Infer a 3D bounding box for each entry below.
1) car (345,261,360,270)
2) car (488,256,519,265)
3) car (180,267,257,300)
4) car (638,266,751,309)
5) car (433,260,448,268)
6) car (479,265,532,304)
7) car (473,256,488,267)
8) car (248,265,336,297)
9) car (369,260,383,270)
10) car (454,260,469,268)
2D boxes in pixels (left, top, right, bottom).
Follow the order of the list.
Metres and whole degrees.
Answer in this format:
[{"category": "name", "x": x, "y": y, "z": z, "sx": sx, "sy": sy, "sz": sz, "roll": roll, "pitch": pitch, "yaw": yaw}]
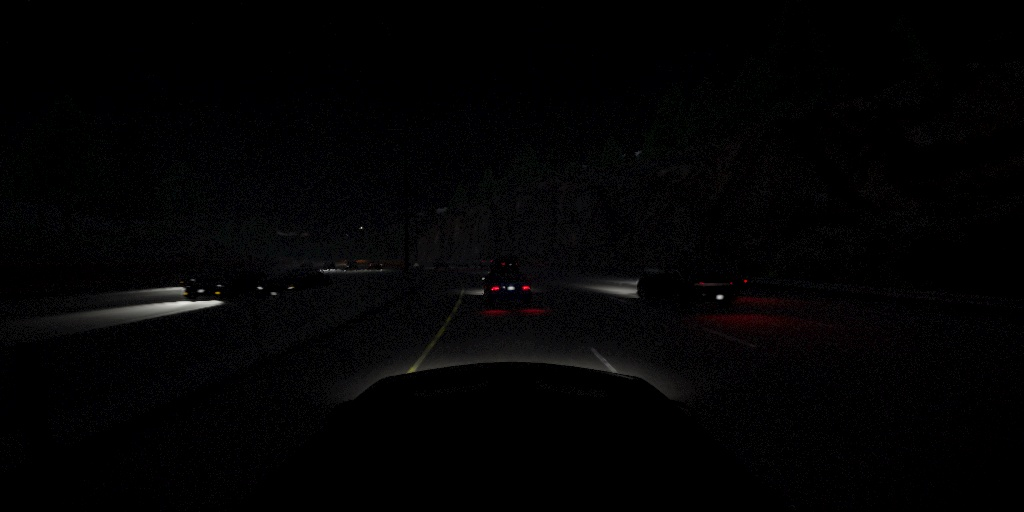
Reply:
[{"category": "car", "x": -26.273, "y": 1.564, "z": 59.043, "sx": 1.837, "sy": 1.490, "sz": 4.892, "roll": 0, "pitch": 0, "yaw": -23}, {"category": "car", "x": -0.799, "y": 0.980, "z": 39.046, "sx": 2.150, "sy": 2.045, "sz": 5.566, "roll": 0, "pitch": 0, "yaw": -14}, {"category": "car", "x": -15.234, "y": 1.496, "z": 19.265, "sx": 1.994, "sy": 1.385, "sz": 4.181, "roll": -1, "pitch": 0, "yaw": -7}, {"category": "car", "x": 6.730, "y": 1.160, "z": 14.369, "sx": 2.128, "sy": 1.511, "sz": 4.902, "roll": -1, "pitch": 0, "yaw": -5}, {"category": "car", "x": -12.606, "y": 1.424, "z": 63.243, "sx": 1.812, "sy": 1.442, "sz": 4.674, "roll": 0, "pitch": 0, "yaw": -24}, {"category": "car", "x": -0.326, "y": 1.301, "z": 16.353, "sx": 2.033, "sy": 1.411, "sz": 5.357, "roll": -1, "pitch": 0, "yaw": -7}, {"category": "car", "x": -5.154, "y": 1.031, "z": 63.859, "sx": 2.150, "sy": 2.045, "sz": 5.566, "roll": 0, "pitch": 0, "yaw": -23}, {"category": "car", "x": -11.738, "y": 1.437, "z": 19.824, "sx": 2.033, "sy": 1.411, "sz": 5.357, "roll": -1, "pitch": 0, "yaw": -7}, {"category": "car", "x": -22.451, "y": 1.370, "z": 59.032, "sx": 2.097, "sy": 1.767, "sz": 4.553, "roll": -1, "pitch": 0, "yaw": -23}, {"category": "car", "x": -8.945, "y": 1.380, "z": 63.635, "sx": 1.812, "sy": 1.442, "sz": 4.674, "roll": 0, "pitch": 0, "yaw": -24}]
